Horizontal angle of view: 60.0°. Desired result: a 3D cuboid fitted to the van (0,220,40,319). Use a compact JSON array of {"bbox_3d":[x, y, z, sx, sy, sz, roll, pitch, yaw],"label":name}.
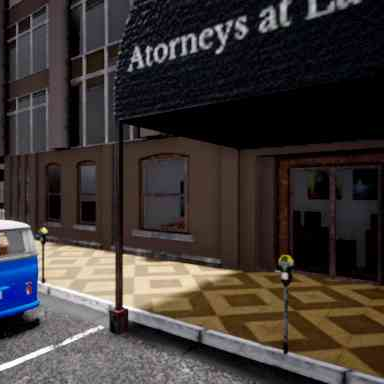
[{"bbox_3d":[-4.484,1.339,6.065,3.998,1.788,1.690,0,0,35],"label":"van"}]
